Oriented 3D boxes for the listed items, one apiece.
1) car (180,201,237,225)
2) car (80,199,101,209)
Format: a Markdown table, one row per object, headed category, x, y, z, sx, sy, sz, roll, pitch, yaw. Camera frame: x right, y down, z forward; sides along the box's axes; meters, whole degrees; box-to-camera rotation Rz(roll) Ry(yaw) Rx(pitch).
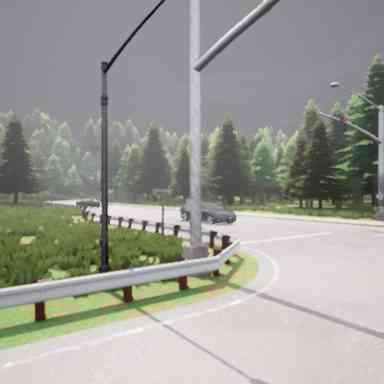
| category | x | y | z | sx | sy | sz | roll | pitch | yaw |
| --- | --- | --- | --- | --- | --- | --- | --- | --- | --- |
| car | 1.048 | 1.421 | 23.360 | 1.837 | 1.490 | 4.892 | 0 | 1 | -36 |
| car | -13.369 | 1.521 | 43.198 | 1.895 | 1.301 | 4.718 | 0 | 0 | -35 |
